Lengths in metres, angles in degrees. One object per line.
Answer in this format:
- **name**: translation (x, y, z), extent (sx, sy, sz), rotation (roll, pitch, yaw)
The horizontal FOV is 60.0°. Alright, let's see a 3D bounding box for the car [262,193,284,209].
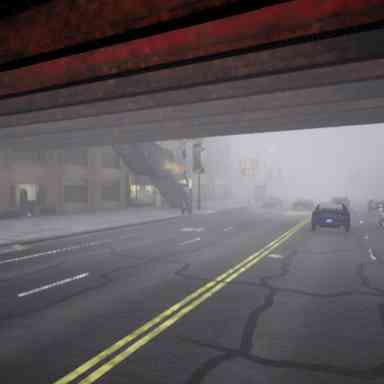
- **car**: translation (9.557, 1.204, 39.069), extent (1.837, 1.490, 4.892), rotation (0, 0, 25)

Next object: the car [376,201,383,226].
- **car**: translation (11.642, 1.422, 18.554), extent (1.895, 1.301, 4.718), rotation (0, 0, 25)

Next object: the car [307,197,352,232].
- **car**: translation (8.106, 1.312, 19.271), extent (1.882, 1.535, 5.008), rotation (0, 0, 25)

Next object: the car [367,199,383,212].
- **car**: translation (18.433, 1.295, 32.829), extent (1.895, 1.301, 4.718), rotation (0, 0, 25)

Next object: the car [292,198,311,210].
- **car**: translation (12.229, 1.303, 36.545), extent (1.895, 1.301, 4.718), rotation (0, 0, 25)
